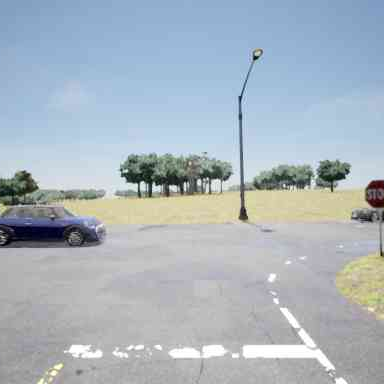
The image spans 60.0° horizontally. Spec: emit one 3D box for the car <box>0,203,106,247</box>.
[{"bbox_3d":[-6.157,1.369,14.599,4.553,1.767,2.097,0,-1,0],"label":"car"}]

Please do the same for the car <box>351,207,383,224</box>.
[{"bbox_3d":[13.043,1.338,21.870,4.892,1.490,1.837,-1,-2,-1],"label":"car"}]
